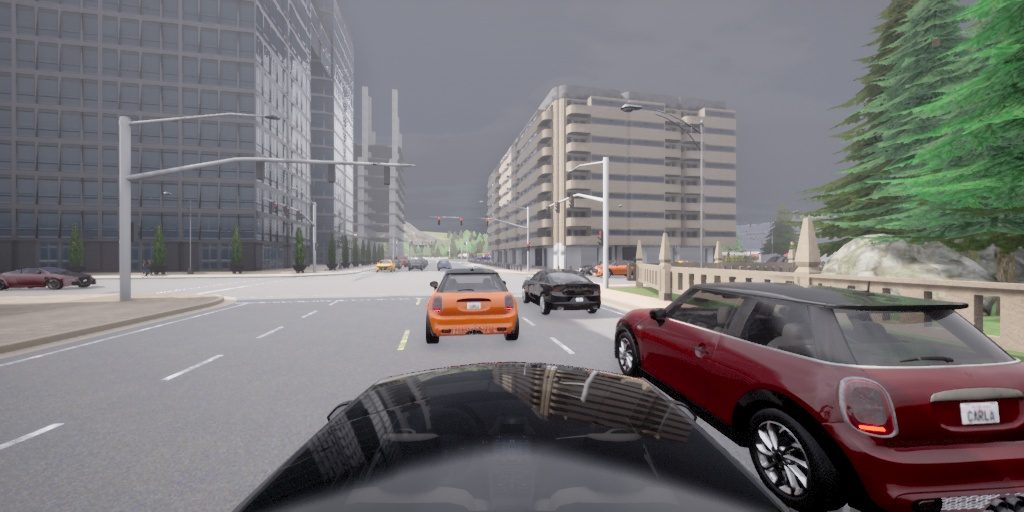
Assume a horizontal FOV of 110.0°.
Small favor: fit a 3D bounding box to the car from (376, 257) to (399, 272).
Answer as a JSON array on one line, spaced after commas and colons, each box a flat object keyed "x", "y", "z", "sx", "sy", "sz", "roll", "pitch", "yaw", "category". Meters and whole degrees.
[{"x": -15.877, "y": 1.223, "z": 45.211, "sx": 1.882, "sy": 1.535, "sz": 5.008, "roll": 0, "pitch": 0, "yaw": -12, "category": "car"}]

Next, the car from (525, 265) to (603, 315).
[{"x": 1.690, "y": 1.226, "z": 13.752, "sx": 1.882, "sy": 1.535, "sz": 5.008, "roll": 0, "pitch": 0, "yaw": -10, "category": "car"}]

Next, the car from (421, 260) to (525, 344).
[{"x": -1.178, "y": 1.101, "z": 9.891, "sx": 2.097, "sy": 1.767, "sz": 4.553, "roll": 0, "pitch": 0, "yaw": -10, "category": "car"}]

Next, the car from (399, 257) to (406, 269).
[{"x": -17.837, "y": 1.236, "z": 54.425, "sx": 2.128, "sy": 1.511, "sz": 4.902, "roll": 0, "pitch": 0, "yaw": -12, "category": "car"}]

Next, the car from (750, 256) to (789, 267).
[{"x": 29.266, "y": 1.023, "z": 38.839, "sx": 5.566, "sy": 2.045, "sz": 2.150, "roll": 0, "pitch": 0, "yaw": -12, "category": "car"}]

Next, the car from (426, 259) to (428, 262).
[{"x": -14.919, "y": 1.308, "z": 57.554, "sx": 1.994, "sy": 1.385, "sz": 4.181, "roll": 0, "pitch": 0, "yaw": -12, "category": "car"}]

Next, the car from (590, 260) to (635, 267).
[{"x": 10.040, "y": 1.154, "z": 34.619, "sx": 4.553, "sy": 1.767, "sz": 2.097, "roll": 0, "pitch": 0, "yaw": -12, "category": "car"}]

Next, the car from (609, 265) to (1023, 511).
[{"x": 3.017, "y": 1.102, "z": 4.586, "sx": 2.097, "sy": 1.767, "sz": 4.553, "roll": 0, "pitch": 0, "yaw": -6, "category": "car"}]

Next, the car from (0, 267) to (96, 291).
[{"x": -28.975, "y": 1.367, "z": 22.267, "sx": 4.181, "sy": 1.385, "sz": 1.994, "roll": 0, "pitch": 0, "yaw": -12, "category": "car"}]

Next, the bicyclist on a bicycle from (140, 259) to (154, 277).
[{"x": -33.988, "y": 1.102, "z": 33.434, "sx": 0.582, "sy": 1.620, "sz": 1.656, "roll": 0, "pitch": 0, "yaw": -12, "category": "bicyclist on a bicycle"}]

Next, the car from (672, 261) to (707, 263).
[{"x": 18.813, "y": 1.328, "z": 36.537, "sx": 4.674, "sy": 1.442, "sz": 1.812, "roll": 0, "pitch": 0, "yaw": -12, "category": "car"}]

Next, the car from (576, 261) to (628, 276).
[{"x": 9.491, "y": 1.293, "z": 38.085, "sx": 4.902, "sy": 1.511, "sz": 2.128, "roll": 0, "pitch": 0, "yaw": -12, "category": "car"}]

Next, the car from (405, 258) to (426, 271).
[{"x": -13.068, "y": 1.249, "z": 48.851, "sx": 1.837, "sy": 1.490, "sz": 4.892, "roll": 0, "pitch": 0, "yaw": -12, "category": "car"}]

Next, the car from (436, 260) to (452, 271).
[{"x": -9.554, "y": 1.292, "z": 50.307, "sx": 2.033, "sy": 1.411, "sz": 5.357, "roll": 0, "pitch": 0, "yaw": -13, "category": "car"}]
